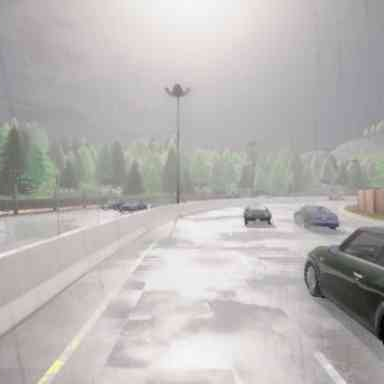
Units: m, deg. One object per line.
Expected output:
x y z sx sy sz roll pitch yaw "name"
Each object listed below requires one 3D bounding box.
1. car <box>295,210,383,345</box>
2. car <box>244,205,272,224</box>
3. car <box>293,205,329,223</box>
3.582 1.360 5.726 2.097 1.767 4.553 0 0 0 "car"
4.852 1.636 24.984 1.895 1.301 4.718 0 0 9 "car"
7.887 1.578 21.544 2.033 1.411 5.357 0 0 7 "car"
